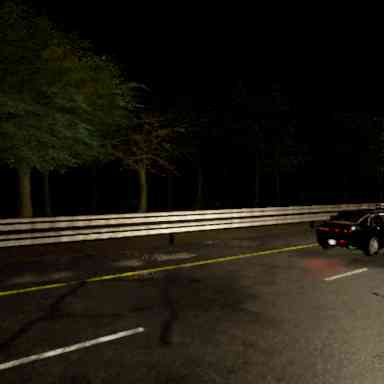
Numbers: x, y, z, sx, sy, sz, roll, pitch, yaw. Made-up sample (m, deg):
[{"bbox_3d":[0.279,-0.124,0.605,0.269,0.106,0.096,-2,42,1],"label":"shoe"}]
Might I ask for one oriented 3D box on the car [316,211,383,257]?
[{"bbox_3d":[6.871,1.496,13.026,4.892,1.490,1.837,0,0,-35],"label":"car"}]
